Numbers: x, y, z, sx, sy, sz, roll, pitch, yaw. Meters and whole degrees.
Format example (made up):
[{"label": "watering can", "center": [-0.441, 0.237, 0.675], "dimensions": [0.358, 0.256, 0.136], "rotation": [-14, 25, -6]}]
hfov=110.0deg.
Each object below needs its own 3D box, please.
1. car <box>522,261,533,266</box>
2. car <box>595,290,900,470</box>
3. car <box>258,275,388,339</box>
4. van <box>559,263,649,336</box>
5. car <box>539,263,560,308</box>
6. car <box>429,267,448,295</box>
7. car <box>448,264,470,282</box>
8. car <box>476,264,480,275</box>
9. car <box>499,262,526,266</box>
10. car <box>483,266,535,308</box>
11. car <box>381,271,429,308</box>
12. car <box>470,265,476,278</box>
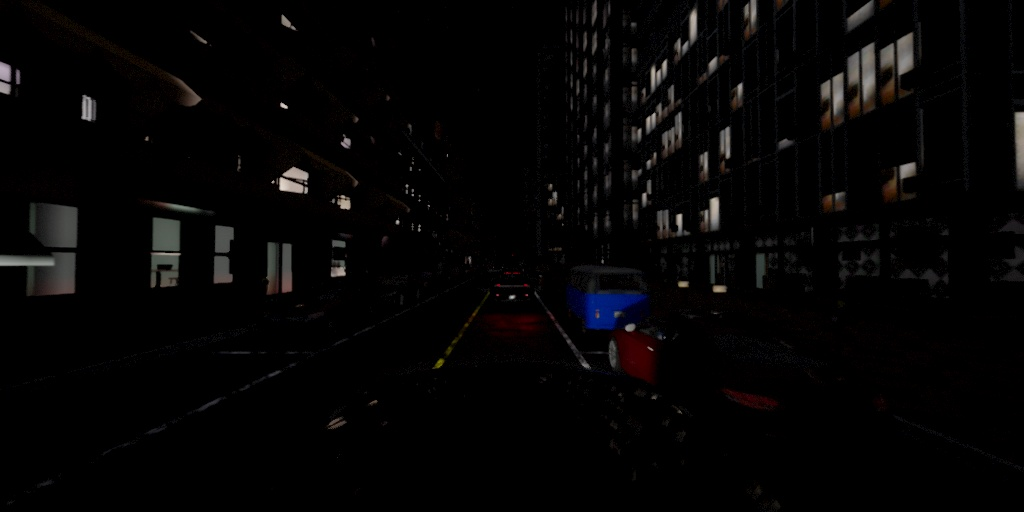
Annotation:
[{"label": "car", "center": [2.587, 1.882, 54.693], "dimensions": [1.948, 1.339, 4.313], "rotation": [0, 0, 0]}, {"label": "car", "center": [2.567, 1.363, 4.878], "dimensions": [1.802, 1.307, 4.207], "rotation": [0, 0, 0]}, {"label": "car", "center": [-5.311, 1.419, 10.404], "dimensions": [1.802, 1.307, 4.207], "rotation": [0, 0, 0]}, {"label": "van", "center": [2.570, 1.178, 10.411], "dimensions": [1.690, 1.789, 3.998], "rotation": [0, 0, 0]}, {"label": "car", "center": [2.572, 1.208, 15.946], "dimensions": [2.192, 1.841, 5.009], "rotation": [0, 0, 0]}, {"label": "car", "center": [-5.307, 1.534, 21.476], "dimensions": [1.802, 1.307, 4.207], "rotation": [0, 0, 0]}, {"label": "car", "center": [-5.302, 1.613, 32.547], "dimensions": [1.888, 1.381, 4.507], "rotation": [0, 0, 0]}, {"label": "car", "center": [-5.298, 1.735, 43.619], "dimensions": [1.888, 1.381, 4.507], "rotation": [0, 0, 0]}, {"label": "car", "center": [0.016, 1.562, 31.149], "dimensions": [1.837, 1.490, 4.892], "rotation": [0, 0, 0]}, {"label": "car", "center": [0.010, 1.389, 16.145], "dimensions": [2.128, 1.511, 4.902], "rotation": [0, 0, 0]}, {"label": "car", "center": [-5.309, 1.445, 15.940], "dimensions": [2.007, 1.370, 4.403], "rotation": [0, 0, 0]}, {"label": "car", "center": [-5.300, 1.568, 38.082], "dimensions": [1.967, 1.591, 4.097], "rotation": [0, 0, 0]}]
